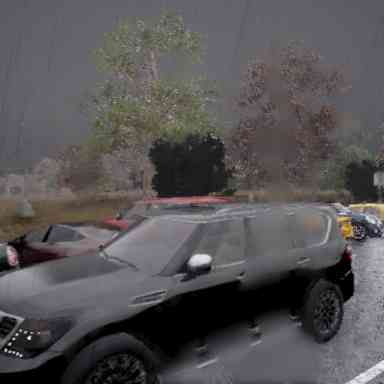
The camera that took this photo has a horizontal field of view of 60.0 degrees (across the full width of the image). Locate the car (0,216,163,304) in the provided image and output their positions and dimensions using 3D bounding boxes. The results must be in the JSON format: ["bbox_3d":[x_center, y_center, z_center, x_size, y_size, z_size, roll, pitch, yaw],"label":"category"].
[{"bbox_3d":[-3.330,1.507,8.871,4.792,1.488,2.163,-1,0,34],"label":"car"}]

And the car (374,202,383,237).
[{"bbox_3d":[6.431,1.205,15.677,4.553,1.767,2.185,-1,0,36],"label":"car"}]

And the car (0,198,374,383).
[{"bbox_3d":[0.124,1.207,4.856,5.566,2.045,2.150,0,0,-35],"label":"car"}]

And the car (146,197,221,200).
[{"bbox_3d":[-0.904,1.203,10.587,5.566,2.045,2.435,-1,0,35],"label":"car"}]

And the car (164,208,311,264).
[{"bbox_3d":[1.561,1.423,12.287,4.892,1.521,2.231,-1,-1,35],"label":"car"}]

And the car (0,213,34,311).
[{"bbox_3d":[-5.704,1.363,7.117,4.553,1.767,2.185,-1,0,34],"label":"car"}]
